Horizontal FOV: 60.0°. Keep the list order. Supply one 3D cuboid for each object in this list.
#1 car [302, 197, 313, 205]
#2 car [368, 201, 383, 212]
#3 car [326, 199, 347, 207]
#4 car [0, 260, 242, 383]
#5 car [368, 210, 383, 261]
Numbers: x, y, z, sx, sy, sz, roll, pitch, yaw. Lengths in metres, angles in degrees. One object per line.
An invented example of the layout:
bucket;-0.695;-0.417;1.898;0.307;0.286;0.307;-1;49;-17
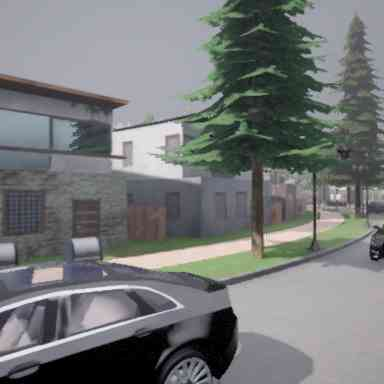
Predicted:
car;23.431;1.784;68.583;2.097;1.767;4.553;0;0;-19
car;21.292;1.746;37.480;1.837;1.490;4.892;0;-1;13
car;25.635;1.958;58.650;1.895;1.301;4.718;0;0;-10
car;-1.695;1.519;3.108;4.902;1.511;2.128;0;0;-37
car;7.707;1.557;11.691;2.128;1.511;4.902;0;0;41
